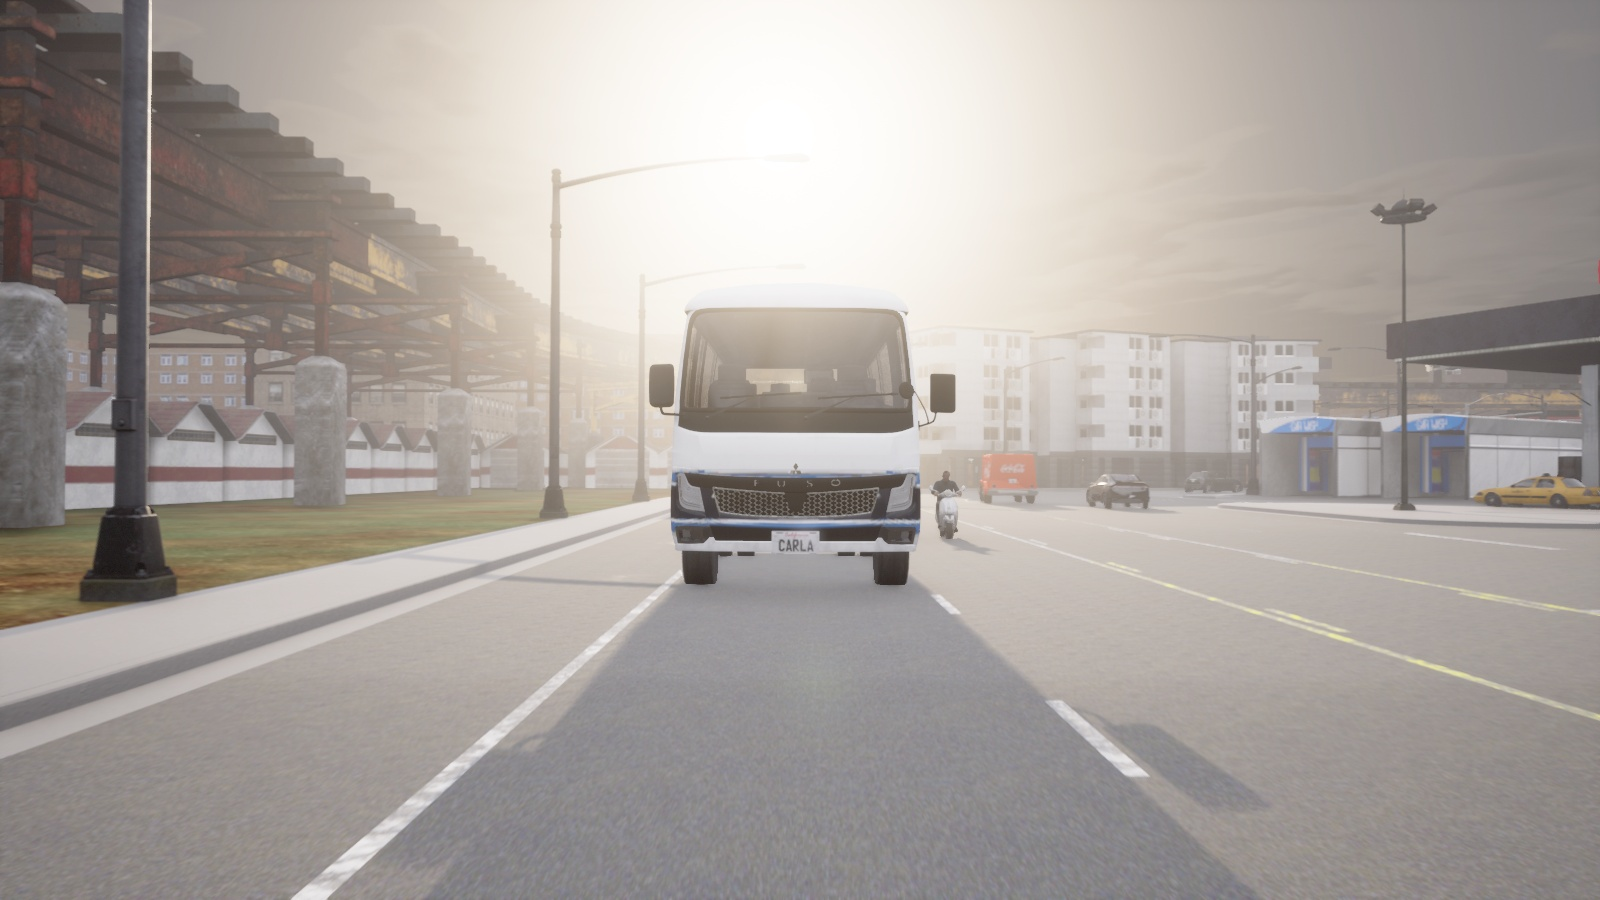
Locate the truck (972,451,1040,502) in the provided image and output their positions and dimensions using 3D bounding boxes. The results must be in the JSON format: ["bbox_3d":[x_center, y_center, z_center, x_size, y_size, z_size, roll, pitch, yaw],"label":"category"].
[{"bbox_3d":[10.369,1.351,63.625,2.627,2.467,5.204,0,-1,1],"label":"truck"}]

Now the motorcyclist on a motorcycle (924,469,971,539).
[{"bbox_3d":[3.425,1.246,29.374,0.866,1.590,1.817,0,-1,0],"label":"motorcyclist on a motorcycle"}]

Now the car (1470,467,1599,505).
[{"bbox_3d":[32.048,1.534,54.289,1.801,1.575,5.366,0,-1,-28],"label":"car"}]

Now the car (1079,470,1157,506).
[{"bbox_3d":[13.860,1.636,54.989,2.128,1.511,4.902,0,-1,0],"label":"car"}]

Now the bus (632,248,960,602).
[{"bbox_3d":[-0.059,-0.222,20.310,3.944,4.253,10.273,0,-1,0],"label":"bus"}]
